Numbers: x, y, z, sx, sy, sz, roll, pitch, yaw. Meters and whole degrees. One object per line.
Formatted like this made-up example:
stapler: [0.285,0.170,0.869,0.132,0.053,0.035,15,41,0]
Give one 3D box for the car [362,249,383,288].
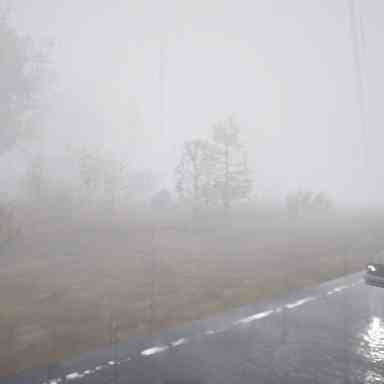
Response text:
car: [6.290,1.523,8.140,5.357,1.411,2.033,0,0,-38]
